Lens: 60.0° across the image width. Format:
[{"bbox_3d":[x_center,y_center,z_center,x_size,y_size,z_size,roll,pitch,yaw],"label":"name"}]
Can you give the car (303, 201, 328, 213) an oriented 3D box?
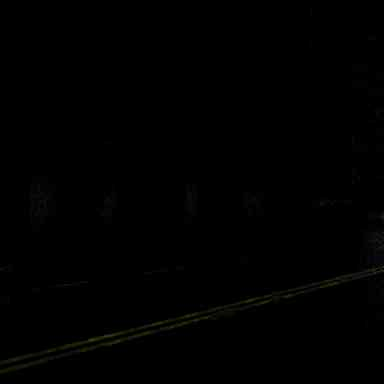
[{"bbox_3d":[15.013,1.866,42.436,1.812,1.442,4.674,1,0,-35],"label":"car"}]
